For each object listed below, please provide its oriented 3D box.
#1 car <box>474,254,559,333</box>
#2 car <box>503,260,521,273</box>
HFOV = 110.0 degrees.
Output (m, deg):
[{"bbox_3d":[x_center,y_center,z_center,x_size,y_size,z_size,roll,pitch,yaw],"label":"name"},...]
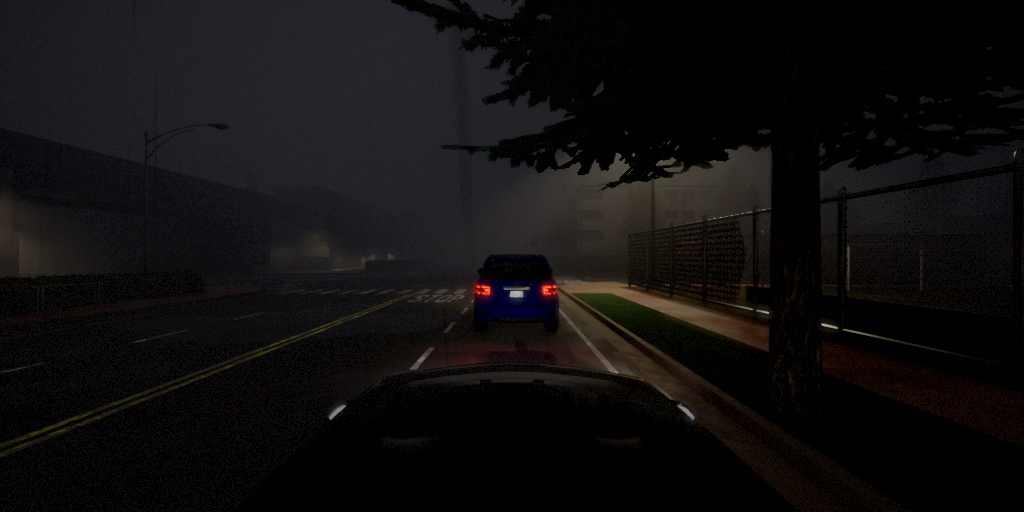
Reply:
[{"bbox_3d":[0.113,0.972,10.933,2.150,2.045,5.566,0,0,0],"label":"car"},{"bbox_3d":[0.013,1.241,45.770,2.128,1.511,4.902,0,0,0],"label":"car"}]
